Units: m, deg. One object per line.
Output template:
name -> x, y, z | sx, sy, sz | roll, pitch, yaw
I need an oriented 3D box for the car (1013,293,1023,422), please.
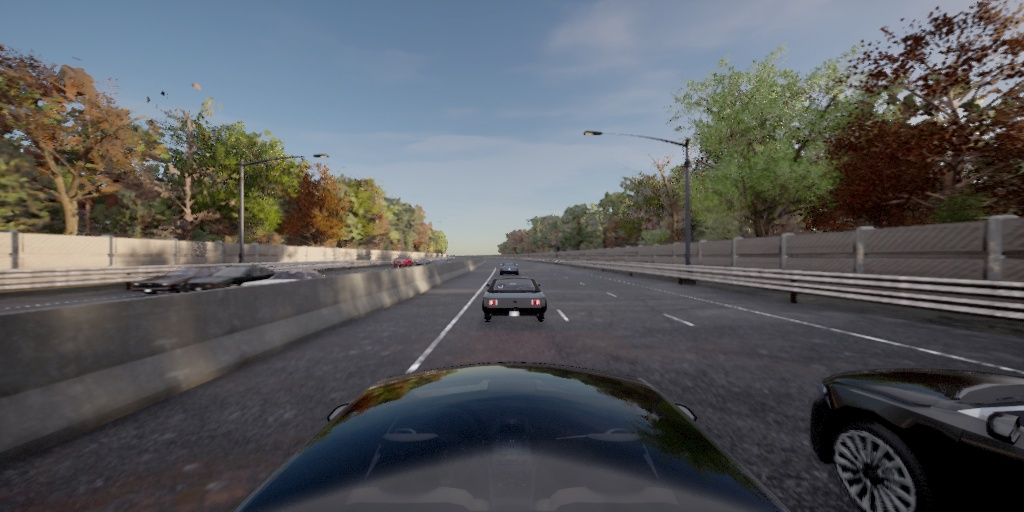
car -> 7.092, 1.226, 1.896 | 1.882, 1.535, 5.008 | 0, 0, 0

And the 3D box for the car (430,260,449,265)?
car -> -11.476, 1.316, 58.993 | 2.033, 1.411, 5.357 | 0, 0, -1

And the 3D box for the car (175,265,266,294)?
car -> -14.193, 1.235, 18.721 | 1.882, 1.535, 5.008 | 0, 0, -1

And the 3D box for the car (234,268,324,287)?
car -> -10.681, 1.358, 17.492 | 1.895, 1.301, 4.718 | 0, 0, -1

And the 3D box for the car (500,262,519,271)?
car -> -0.313, 1.328, 39.146 | 1.994, 1.385, 4.181 | 0, 0, -1

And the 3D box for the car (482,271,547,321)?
car -> 0.058, 1.355, 12.421 | 1.895, 1.301, 4.718 | 0, 0, 0

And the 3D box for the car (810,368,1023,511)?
car -> 3.593, 1.241, 1.214 | 2.128, 1.511, 4.902 | 0, 0, 0

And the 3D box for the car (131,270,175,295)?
car -> -17.706, 1.306, 20.066 | 2.033, 1.411, 5.357 | 0, 0, -1

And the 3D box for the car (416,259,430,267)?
car -> -15.067, 1.272, 61.611 | 1.837, 1.490, 4.892 | 0, 0, -1

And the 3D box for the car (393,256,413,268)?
car -> -18.551, 0.989, 61.361 | 2.150, 2.045, 5.566 | 0, 0, -1
